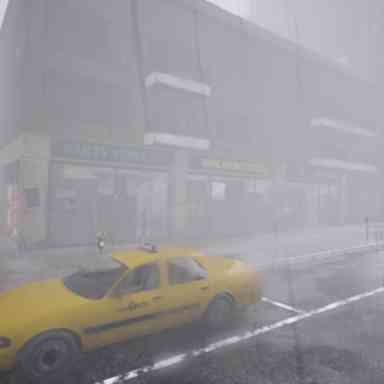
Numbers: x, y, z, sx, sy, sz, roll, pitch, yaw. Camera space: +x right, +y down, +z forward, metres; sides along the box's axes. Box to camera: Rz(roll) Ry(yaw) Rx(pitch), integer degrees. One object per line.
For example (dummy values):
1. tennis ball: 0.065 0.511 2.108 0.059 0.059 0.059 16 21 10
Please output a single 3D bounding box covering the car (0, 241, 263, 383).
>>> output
1. car: -0.953 1.536 5.393 4.829 1.417 1.752 0 1 -35
